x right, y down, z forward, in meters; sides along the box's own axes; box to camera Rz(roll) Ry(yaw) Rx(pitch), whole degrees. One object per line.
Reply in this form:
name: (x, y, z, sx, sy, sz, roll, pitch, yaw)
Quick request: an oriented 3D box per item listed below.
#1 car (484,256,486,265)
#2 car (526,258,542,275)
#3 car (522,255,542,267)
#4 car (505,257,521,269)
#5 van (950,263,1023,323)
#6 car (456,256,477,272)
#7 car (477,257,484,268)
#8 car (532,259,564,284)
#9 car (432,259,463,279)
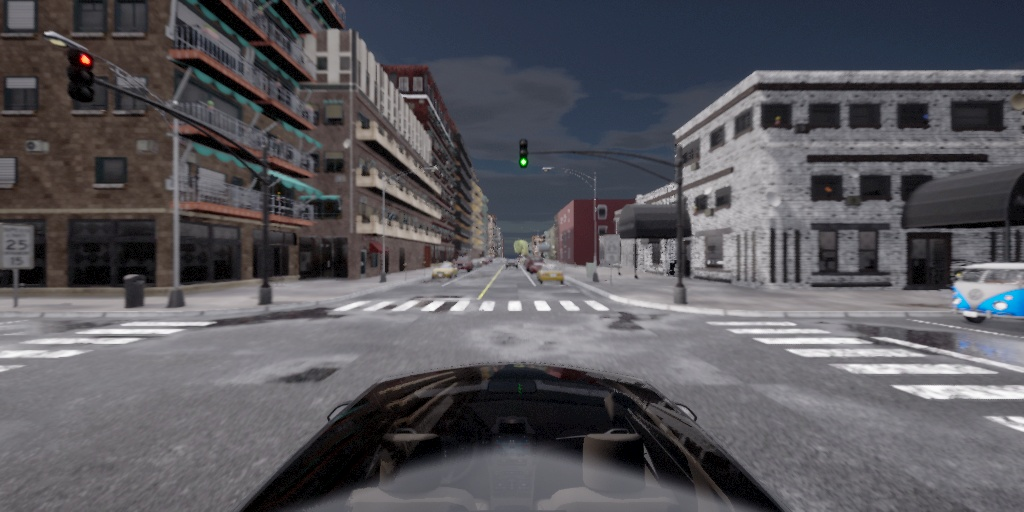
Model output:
car: (-5.718, 1.076, 58.597, 1.751, 1.417, 4.829, 0, 0, 0)
car: (2.673, 1.190, 36.616, 1.802, 1.307, 4.207, 0, 0, 0)
car: (2.671, 0.901, 42.155, 2.192, 1.841, 5.009, 0, 0, 0)
car: (-0.026, 1.159, 51.951, 1.895, 1.301, 4.718, 0, 0, 0)
van: (14.893, 1.094, 10.022, 3.998, 1.789, 1.690, 0, 0, 0)
car: (-5.710, 0.924, 42.151, 2.192, 1.841, 5.009, 0, 0, 0)
car: (-5.715, 1.120, 53.228, 2.007, 1.370, 4.403, 0, 0, 0)
car: (2.679, 1.178, 25.708, 1.751, 1.417, 4.829, 0, 0, 0)
car: (-5.705, 1.179, 30.902, 1.751, 1.417, 4.829, 0, 0, 0)
